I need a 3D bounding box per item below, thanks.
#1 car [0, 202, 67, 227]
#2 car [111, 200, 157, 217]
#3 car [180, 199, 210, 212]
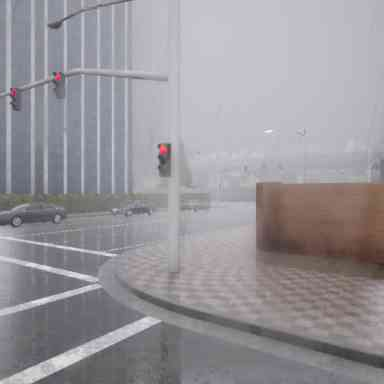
[{"bbox_3d":[-11.062,1.505,22.959,1.837,1.490,4.892,0,0,35],"label":"car"},{"bbox_3d":[-5.357,1.491,30.992,2.128,1.511,4.902,0,0,35],"label":"car"},{"bbox_3d":[0.415,1.564,39.099,1.994,1.385,4.181,0,0,35],"label":"car"}]
